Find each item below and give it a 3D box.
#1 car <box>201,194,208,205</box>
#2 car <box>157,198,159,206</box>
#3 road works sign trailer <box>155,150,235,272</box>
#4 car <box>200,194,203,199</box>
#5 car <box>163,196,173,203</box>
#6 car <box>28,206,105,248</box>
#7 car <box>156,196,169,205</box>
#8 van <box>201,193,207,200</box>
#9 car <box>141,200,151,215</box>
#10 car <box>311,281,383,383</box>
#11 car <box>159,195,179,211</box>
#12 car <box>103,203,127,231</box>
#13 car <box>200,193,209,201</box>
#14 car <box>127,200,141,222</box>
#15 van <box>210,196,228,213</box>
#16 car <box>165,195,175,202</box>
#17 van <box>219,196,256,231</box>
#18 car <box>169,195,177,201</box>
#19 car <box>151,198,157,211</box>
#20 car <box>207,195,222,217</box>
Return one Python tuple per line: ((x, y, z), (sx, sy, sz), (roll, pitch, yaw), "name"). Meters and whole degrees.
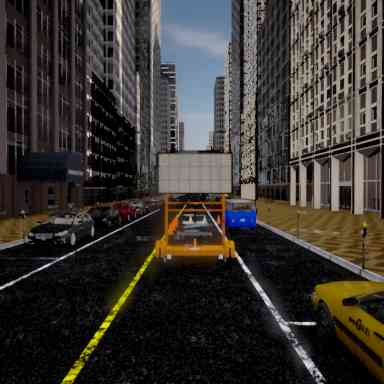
((3.127, 1.536, 60.128), (2.008, 1.369, 4.403), (-1, 0, 0), "car")
((-5.337, 1.539, 48.824), (2.008, 1.369, 4.403), (-1, 0, 0), "car")
((0.097, 0.462, 10.744), (2.380, 3.560, 2.880), (0, 0, 1), "road works sign trailer")
((3.293, 1.293, 82.863), (2.192, 1.841, 5.009), (-1, 0, 0), "car")
((-5.169, 1.564, 71.557), (1.802, 1.307, 4.206), (-1, 0, 0), "car")
((-5.589, 1.547, 14.723), (2.008, 1.369, 4.403), (-1, 0, 0), "car")
((-5.253, 1.536, 60.190), (2.008, 1.369, 4.403), (-1, 0, 0), "car")
((3.378, 1.315, 94.230), (1.690, 1.788, 3.998), (-1, 0, 0), "van")
((-5.464, 1.543, 31.773), (2.008, 1.369, 4.403), (-1, 0, 0), "car")
((2.708, 1.524, 3.464), (1.752, 1.417, 4.829), (-1, 0, 0), "car")
((-2.690, 1.468, 41.714), (1.882, 1.535, 5.008), (0, 0, 0), "car")
((-5.547, 1.561, 20.406), (1.947, 1.339, 4.313), (-1, 0, 0), "car")
((3.335, 1.291, 88.547), (2.192, 1.841, 5.009), (-1, 0, 0), "car")
((-5.505, 1.539, 26.090), (1.887, 1.381, 4.507), (-1, 0, 0), "car")
((2.957, 1.332, 37.395), (1.690, 1.788, 3.998), (-1, 0, 0), "van")
((-5.128, 1.420, 77.241), (1.967, 1.590, 4.097), (-1, 0, 0), "car")
((2.831, 1.336, 20.344), (1.690, 1.788, 3.998), (-1, 0, 0), "van")
((-5.044, 1.502, 88.438), (1.752, 1.417, 4.829), (-1, 0, 0), "car")
((-5.421, 1.573, 37.457), (1.802, 1.307, 4.206), (-1, 0, 0), "car")
((2.915, 1.308, 31.711), (2.192, 1.841, 5.009), (-1, 0, 0), "car")
